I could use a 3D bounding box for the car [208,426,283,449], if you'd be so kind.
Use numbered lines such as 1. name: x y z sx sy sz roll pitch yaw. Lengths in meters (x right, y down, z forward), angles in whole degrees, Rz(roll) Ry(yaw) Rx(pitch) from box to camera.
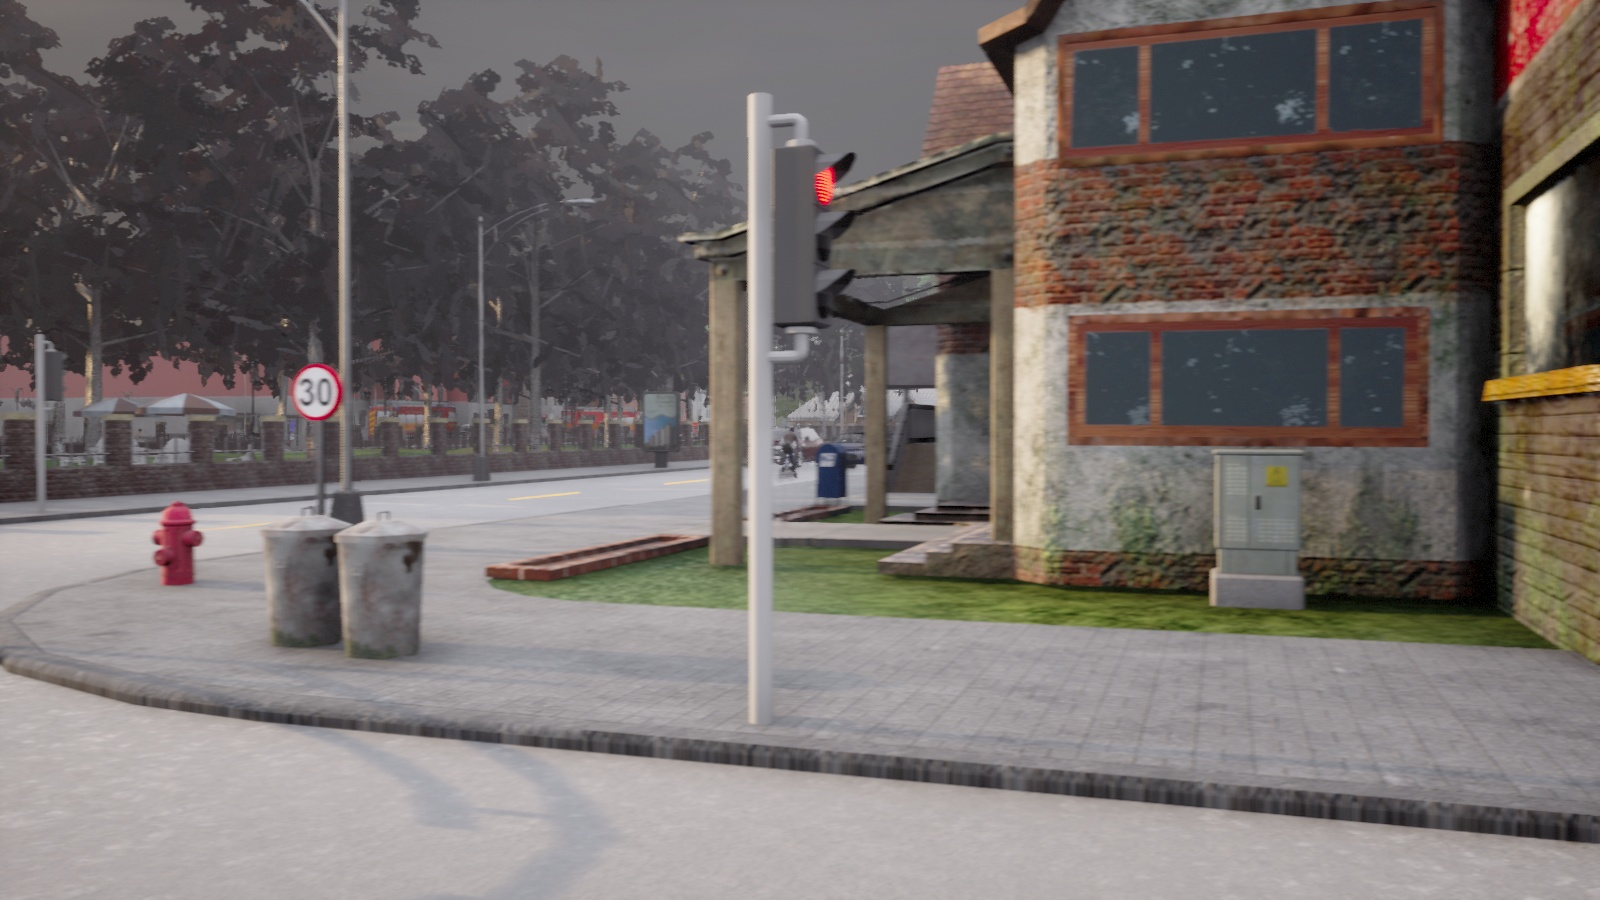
1. car: -37.302 -0.853 84.625 1.837 1.490 4.892 1 1 19

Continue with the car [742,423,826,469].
1. car: -0.598 -0.200 51.729 2.097 1.767 4.553 1 1 19

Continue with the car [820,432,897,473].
1. car: 2.272 0.042 47.724 1.816 1.474 4.193 1 1 19

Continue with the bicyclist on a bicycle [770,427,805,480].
1. bicyclist on a bicycle: -0.383 0.098 39.843 0.582 1.620 1.656 1 1 19
